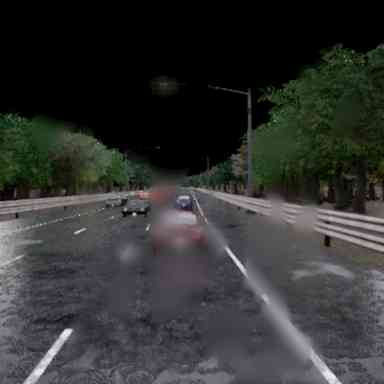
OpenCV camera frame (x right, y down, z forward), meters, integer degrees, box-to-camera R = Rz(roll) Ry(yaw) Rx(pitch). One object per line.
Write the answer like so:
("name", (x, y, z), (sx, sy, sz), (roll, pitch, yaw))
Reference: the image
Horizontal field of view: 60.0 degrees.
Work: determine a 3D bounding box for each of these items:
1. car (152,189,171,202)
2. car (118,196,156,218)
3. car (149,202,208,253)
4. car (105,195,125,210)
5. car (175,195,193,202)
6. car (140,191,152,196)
("car", (-4.469, 0.518, 51.855), (2.150, 2.045, 5.566), (-1, 1, 0))
("car", (-4.248, 1.275, 26.469), (1.895, 1.301, 4.718), (-1, 1, -1))
("car", (-0.428, 1.350, 12.744), (1.812, 1.442, 4.674), (-1, 1, -2))
("car", (-7.828, 1.075, 35.326), (2.128, 1.511, 4.902), (-1, 1, 0))
("car", (-0.838, 1.028, 35.796), (1.812, 1.442, 4.674), (-1, 1, 0))
("car", (-8.035, 0.567, 59.671), (2.097, 1.767, 4.553), (-1, 1, 0))
